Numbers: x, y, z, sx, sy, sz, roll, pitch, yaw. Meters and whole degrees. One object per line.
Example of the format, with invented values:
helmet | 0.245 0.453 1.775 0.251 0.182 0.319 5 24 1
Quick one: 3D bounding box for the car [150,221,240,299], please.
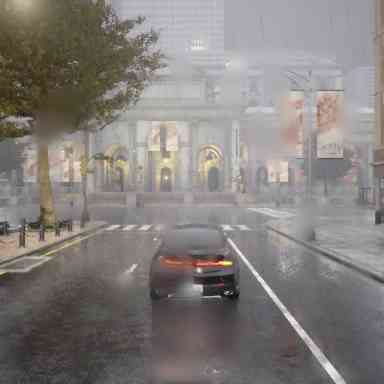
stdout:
car | 0.064 1.505 8.449 1.837 1.490 4.892 0 0 0
